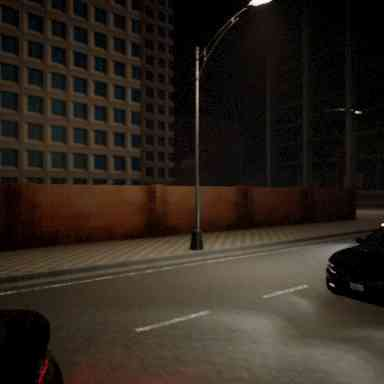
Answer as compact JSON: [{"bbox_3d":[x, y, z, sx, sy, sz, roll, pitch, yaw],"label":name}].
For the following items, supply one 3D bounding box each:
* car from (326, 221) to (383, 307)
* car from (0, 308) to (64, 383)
[{"bbox_3d":[5.081,1.480,7.570,5.008,1.535,1.882,0,0,-35],"label":"car"},{"bbox_3d":[-3.256,1.507,1.662,4.892,1.490,1.837,1,0,-35],"label":"car"}]
